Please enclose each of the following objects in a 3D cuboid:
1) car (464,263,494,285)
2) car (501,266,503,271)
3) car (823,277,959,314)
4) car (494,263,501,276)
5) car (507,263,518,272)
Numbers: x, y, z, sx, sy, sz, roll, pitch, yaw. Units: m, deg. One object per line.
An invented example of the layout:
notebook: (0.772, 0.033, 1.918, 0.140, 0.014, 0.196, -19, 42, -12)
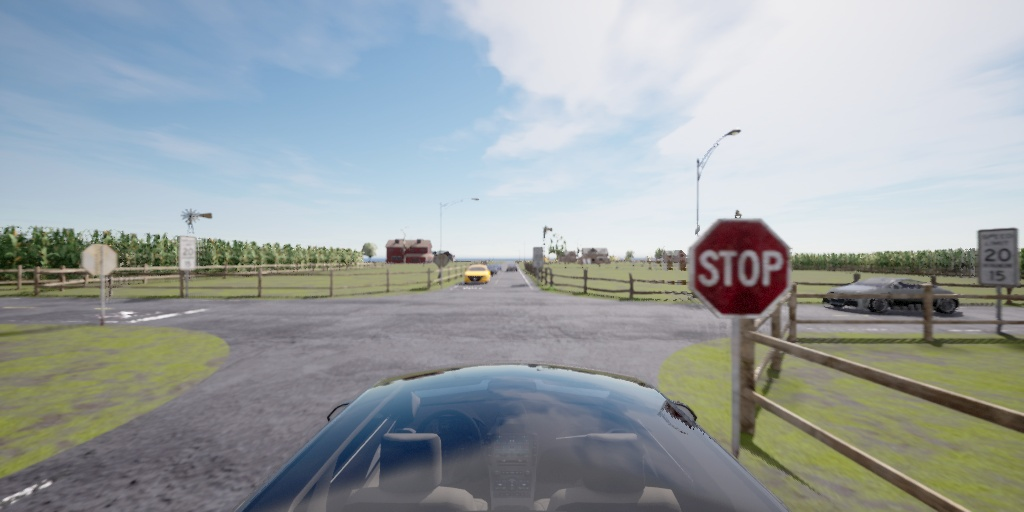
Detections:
car: (-2.834, 1.522, 30.039, 1.882, 1.535, 5.008, 0, -1, 0)
car: (-2.728, 1.921, 63.857, 1.812, 1.442, 4.674, 0, -1, 0)
car: (15.589, 1.587, 14.914, 4.181, 1.385, 1.994, 0, 0, 1)
car: (-2.822, 1.775, 46.023, 1.994, 1.385, 4.181, 0, -1, 0)
car: (0.024, 1.893, 59.162, 2.033, 1.411, 5.357, 0, -1, 0)
